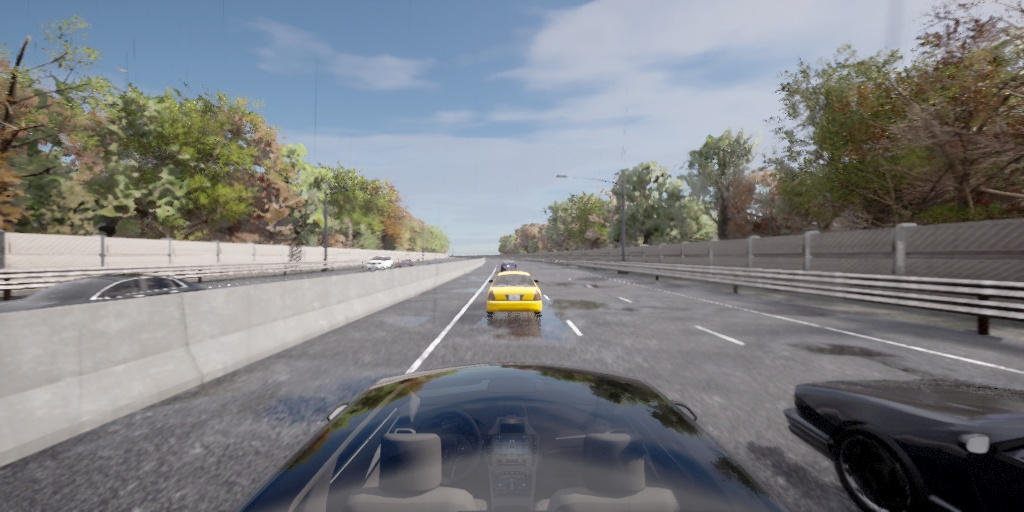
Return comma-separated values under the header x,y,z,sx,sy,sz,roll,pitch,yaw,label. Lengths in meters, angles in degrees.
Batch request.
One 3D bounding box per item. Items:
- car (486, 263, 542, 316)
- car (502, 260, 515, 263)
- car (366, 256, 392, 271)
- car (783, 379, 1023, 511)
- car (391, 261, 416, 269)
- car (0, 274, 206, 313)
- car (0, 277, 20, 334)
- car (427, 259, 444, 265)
x,y,z,sx,sy,sz,roll,pitch,yaw,label
0.054,1.211,13.237,1.801,1.575,5.366,0,0,0,car
-0.426,1.269,44.462,2.163,1.488,4.792,0,0,-1,car
-18.227,0.986,49.727,2.150,2.045,5.566,0,0,-1,car
3.599,1.296,1.053,2.033,1.411,5.357,0,0,0,car
-14.733,1.329,49.739,1.994,1.385,4.181,0,0,-1,car
-10.625,1.259,9.419,1.837,1.490,4.892,0,0,0,car
-14.116,1.280,7.285,1.812,1.442,4.674,0,0,0,car
-11.331,1.244,53.544,1.882,1.535,5.008,0,0,-1,car
